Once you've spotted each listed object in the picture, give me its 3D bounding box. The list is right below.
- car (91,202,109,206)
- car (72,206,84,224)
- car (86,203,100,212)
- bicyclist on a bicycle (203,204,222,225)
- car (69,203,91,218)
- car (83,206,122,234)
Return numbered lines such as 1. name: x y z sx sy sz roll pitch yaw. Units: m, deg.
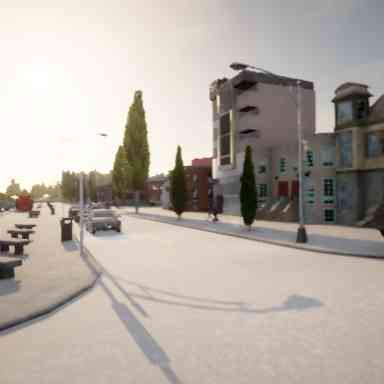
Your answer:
1. car: -13.725 2.347 50.480 2.097 1.767 4.553 0 -1 -24
2. car: -9.759 2.235 31.058 1.895 1.301 4.718 0 -1 -24
3. car: -17.703 2.720 59.508 1.812 1.442 4.674 0 -1 -24
4. bicyclist on a bicycle: 1.617 1.739 26.043 1.656 1.620 0.582 -1 -1 -24
5. car: -13.843 2.317 40.386 1.882 1.535 5.008 0 -1 -23
6. car: -6.058 1.954 22.637 1.837 1.490 4.892 0 -1 -24
